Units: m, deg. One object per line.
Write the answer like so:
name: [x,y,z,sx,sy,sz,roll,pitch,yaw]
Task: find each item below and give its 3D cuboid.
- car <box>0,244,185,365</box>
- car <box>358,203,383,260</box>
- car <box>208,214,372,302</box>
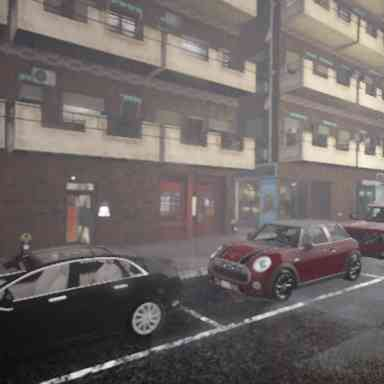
car: [-2.166,1.551,4.997,4.403,1.369,2.008,0,1,-35]
car: [6.864,1.314,11.440,5.009,1.841,2.192,0,1,-35]
car: [2.350,1.440,8.217,4.097,1.590,1.967,0,1,-35]
